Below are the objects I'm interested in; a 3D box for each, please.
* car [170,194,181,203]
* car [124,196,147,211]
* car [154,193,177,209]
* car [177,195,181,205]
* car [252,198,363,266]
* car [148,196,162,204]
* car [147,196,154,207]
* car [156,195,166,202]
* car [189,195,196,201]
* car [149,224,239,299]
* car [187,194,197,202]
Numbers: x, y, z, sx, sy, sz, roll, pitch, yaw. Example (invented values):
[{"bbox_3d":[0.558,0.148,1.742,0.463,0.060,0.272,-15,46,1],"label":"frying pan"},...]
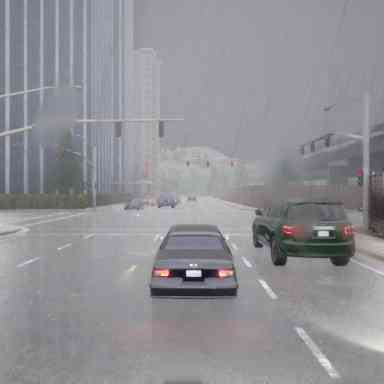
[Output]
[{"bbox_3d":[-3.482,1.350,69.296,2.097,1.767,4.553,0,0,0],"label":"car"},{"bbox_3d":[-7.088,1.523,40.816,1.837,1.490,4.892,0,0,0],"label":"car"},{"bbox_3d":[-3.528,1.220,45.692,2.150,2.045,5.566,0,0,-2],"label":"car"},{"bbox_3d":[-3.564,1.349,57.824,2.097,1.767,4.553,0,0,0],"label":"car"},{"bbox_3d":[3.574,1.221,11.663,2.150,2.045,5.566,0,0,1],"label":"car"},{"bbox_3d":[-7.030,1.489,64.070,2.128,1.511,4.902,0,0,0],"label":"car"},{"bbox_3d":[-7.078,1.350,52.371,2.097,1.767,4.553,0,0,0],"label":"car"},{"bbox_3d":[-6.980,1.521,74.506,1.812,1.442,4.674,0,0,0],"label":"car"},{"bbox_3d":[0.024,1.497,88.893,1.837,1.490,4.892,0,0,0],"label":"car"},{"bbox_3d":[0.057,1.547,8.630,2.033,1.411,5.357,0,0,1],"label":"car"},{"bbox_3d":[0.021,1.353,78.648,2.097,1.767,4.553,0,0,0],"label":"car"}]
